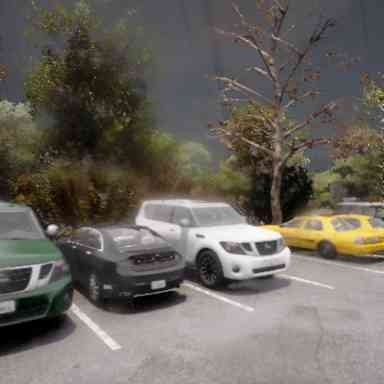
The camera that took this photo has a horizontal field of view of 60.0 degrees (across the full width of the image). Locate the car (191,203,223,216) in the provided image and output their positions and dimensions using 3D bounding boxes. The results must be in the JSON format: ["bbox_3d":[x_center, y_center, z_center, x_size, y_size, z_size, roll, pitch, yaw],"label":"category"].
[{"bbox_3d":[1.866,2.214,43.393,1.994,1.385,4.181,0,1,-35],"label":"car"}]

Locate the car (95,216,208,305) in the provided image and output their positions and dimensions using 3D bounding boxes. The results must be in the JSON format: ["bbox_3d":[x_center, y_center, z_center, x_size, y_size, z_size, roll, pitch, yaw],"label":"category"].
[{"bbox_3d":[-2.049,1.514,8.361,2.231,1.521,4.892,1,0,-36],"label":"car"}]

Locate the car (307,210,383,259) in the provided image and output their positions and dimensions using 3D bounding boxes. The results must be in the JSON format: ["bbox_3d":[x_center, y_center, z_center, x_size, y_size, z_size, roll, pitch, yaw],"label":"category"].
[{"bbox_3d":[4.752,1.637,13.477,1.946,1.575,5.366,1,-1,-36],"label":"car"}]

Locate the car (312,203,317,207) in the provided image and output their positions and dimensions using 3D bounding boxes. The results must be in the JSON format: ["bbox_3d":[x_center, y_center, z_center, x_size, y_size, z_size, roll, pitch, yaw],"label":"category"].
[{"bbox_3d":[20.899,2.561,61.813,1.812,1.442,4.674,0,1,-32],"label":"car"}]

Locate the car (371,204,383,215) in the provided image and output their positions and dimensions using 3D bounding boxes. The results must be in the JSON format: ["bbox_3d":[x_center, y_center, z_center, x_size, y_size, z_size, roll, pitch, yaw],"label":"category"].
[{"bbox_3d":[29.612,2.749,49.465,1.837,1.490,4.892,0,2,-35],"label":"car"}]

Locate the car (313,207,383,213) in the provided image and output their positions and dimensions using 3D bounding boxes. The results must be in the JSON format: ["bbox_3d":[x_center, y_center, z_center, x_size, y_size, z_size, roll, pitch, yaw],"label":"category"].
[{"bbox_3d":[6.917,1.692,15.024,1.946,1.575,5.366,2,-1,-36],"label":"car"}]

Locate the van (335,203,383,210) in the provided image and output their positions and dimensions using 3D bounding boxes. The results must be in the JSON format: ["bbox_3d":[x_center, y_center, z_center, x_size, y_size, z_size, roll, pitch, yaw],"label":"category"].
[{"bbox_3d":[9.369,1.533,16.406,1.878,1.987,4.442,2,-1,-36],"label":"van"}]

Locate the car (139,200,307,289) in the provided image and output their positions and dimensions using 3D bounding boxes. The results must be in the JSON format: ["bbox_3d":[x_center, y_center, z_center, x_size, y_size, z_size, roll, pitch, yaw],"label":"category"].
[{"bbox_3d":[0.230,1.293,9.980,2.435,2.045,5.566,1,0,-36],"label":"car"}]

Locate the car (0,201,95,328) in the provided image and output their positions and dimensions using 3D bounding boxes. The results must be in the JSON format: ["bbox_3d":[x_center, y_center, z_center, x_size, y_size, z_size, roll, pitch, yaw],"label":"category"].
[{"bbox_3d":[-4.198,1.235,6.782,2.435,2.045,5.566,1,0,-36],"label":"car"}]
